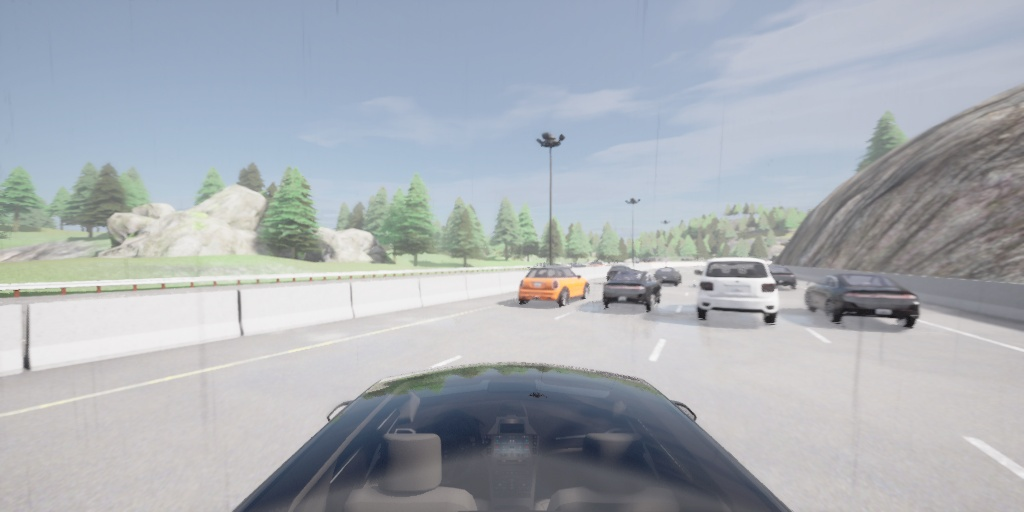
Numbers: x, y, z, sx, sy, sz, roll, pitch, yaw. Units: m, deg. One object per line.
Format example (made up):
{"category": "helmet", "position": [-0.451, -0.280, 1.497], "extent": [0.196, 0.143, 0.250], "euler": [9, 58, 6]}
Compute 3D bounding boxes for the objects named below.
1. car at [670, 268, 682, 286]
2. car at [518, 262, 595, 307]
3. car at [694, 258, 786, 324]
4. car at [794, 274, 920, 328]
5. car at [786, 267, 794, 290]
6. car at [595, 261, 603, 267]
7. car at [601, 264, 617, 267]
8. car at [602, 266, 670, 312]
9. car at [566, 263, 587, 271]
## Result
{"category": "car", "position": [12.291, 1.591, 28.485], "extent": [1.994, 1.385, 4.181], "euler": [0, -1, 29]}
{"category": "car", "position": [2.094, 1.263, 16.892], "extent": [2.097, 1.767, 4.553], "euler": [0, -1, 29]}
{"category": "car", "position": [7.850, 1.086, 12.838], "extent": [2.150, 2.045, 5.566], "euler": [0, 0, 28]}
{"category": "car", "position": [11.382, 1.341, 11.994], "extent": [2.128, 1.511, 4.902], "euler": [0, -1, 29]}
{"category": "car", "position": [18.476, 1.476, 25.210], "extent": [2.128, 1.511, 4.902], "euler": [0, -1, 29]}
{"category": "car", "position": [14.681, 1.746, 62.674], "extent": [2.097, 1.767, 4.553], "euler": [0, -1, 29]}
{"category": "car", "position": [9.223, 1.555, 30.172], "extent": [1.837, 1.490, 4.892], "euler": [0, 0, 29]}
{"category": "car", "position": [5.215, 1.384, 15.304], "extent": [2.128, 1.511, 4.902], "euler": [0, -1, 29]}
{"category": "car", "position": [11.562, 1.962, 64.225], "extent": [2.033, 1.411, 5.357], "euler": [0, -1, 29]}
